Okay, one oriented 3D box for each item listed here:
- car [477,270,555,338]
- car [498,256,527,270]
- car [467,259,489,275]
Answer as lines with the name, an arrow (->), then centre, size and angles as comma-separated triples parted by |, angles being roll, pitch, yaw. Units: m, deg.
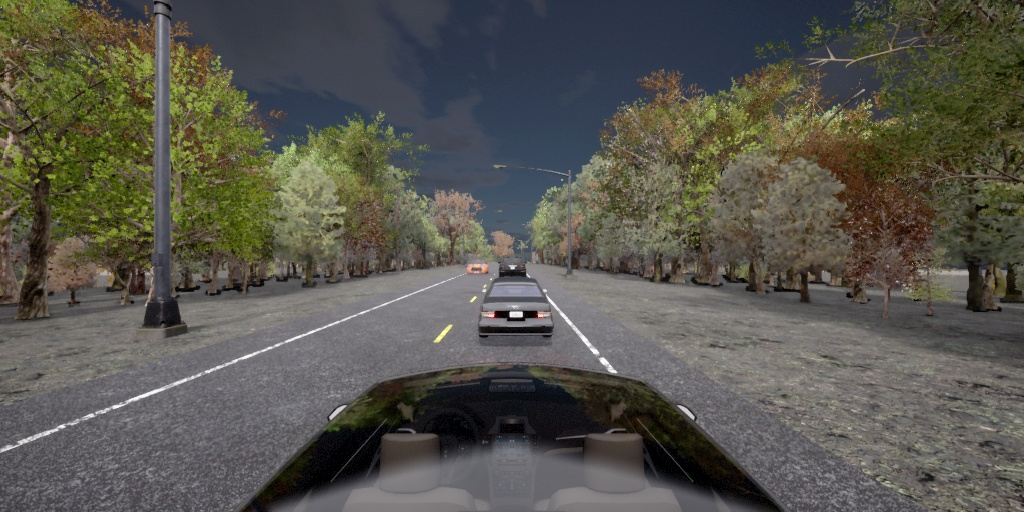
car -> 0.082, 1.302, 10.203 | 2.033, 1.411, 5.357 | 0, 0, 0
car -> 0.042, 0.987, 29.292 | 2.150, 2.045, 5.566 | 0, 0, 0
car -> -3.678, 1.123, 39.343 | 2.097, 1.767, 4.553 | 0, 0, 0
